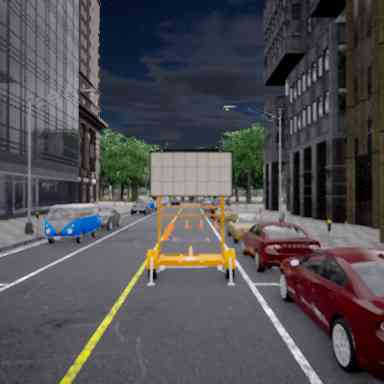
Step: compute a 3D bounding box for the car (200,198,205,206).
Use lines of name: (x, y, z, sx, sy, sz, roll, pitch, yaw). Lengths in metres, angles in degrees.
car: (2.631, 1.973, 49.066, 1.887, 1.381, 4.507, 0, -1, 0)

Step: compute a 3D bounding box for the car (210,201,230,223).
car: (2.689, 1.762, 27.487, 1.752, 1.417, 4.829, 0, -1, 0)

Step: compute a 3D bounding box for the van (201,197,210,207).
van: (2.586, 1.918, 65.380, 1.690, 1.788, 3.998, 0, -1, 0)

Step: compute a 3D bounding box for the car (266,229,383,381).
car: (2.749, 1.593, 5.568, 1.887, 1.381, 4.507, 0, 0, 0)

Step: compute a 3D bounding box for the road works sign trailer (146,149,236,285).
road works sign trailer: (-0.025, 0.548, 9.712, 2.380, 3.560, 2.880, 0, 0, 0)

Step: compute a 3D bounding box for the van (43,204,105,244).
van: (-5.806, 1.483, 16.421, 1.690, 1.788, 3.998, 0, 0, 0)

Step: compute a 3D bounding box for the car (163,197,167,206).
car: (-5.923, 2.051, 59.748, 1.752, 1.417, 4.829, 0, -1, 0)

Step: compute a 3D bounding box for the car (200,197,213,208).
car: (2.601, 1.842, 59.943, 2.192, 1.841, 5.009, 0, -1, 0)

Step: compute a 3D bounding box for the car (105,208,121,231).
car: (-5.821, 1.740, 21.857, 2.008, 1.369, 4.403, 0, 0, 0)

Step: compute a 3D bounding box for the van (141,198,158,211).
van: (-5.880, 1.721, 43.608, 1.690, 1.788, 3.998, 0, -1, 0)

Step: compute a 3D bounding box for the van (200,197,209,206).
van: (2.572, 1.968, 70.817, 1.690, 1.788, 3.998, 0, -1, 0)

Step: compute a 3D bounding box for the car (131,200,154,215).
car: (-5.865, 1.898, 38.168, 1.947, 1.339, 4.313, 0, -1, 0)

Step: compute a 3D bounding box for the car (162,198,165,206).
car: (-5.909, 2.044, 54.480, 1.947, 1.339, 4.313, 0, -1, 0)

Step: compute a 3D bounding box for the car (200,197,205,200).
car: (2.616, 1.917, 54.504, 1.967, 1.590, 4.097, 0, -1, 0)

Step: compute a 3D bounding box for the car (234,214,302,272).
car: (2.734, 1.639, 11.005, 1.887, 1.381, 4.507, 0, 0, 0)

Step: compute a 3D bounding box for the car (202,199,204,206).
car: (2.645, 1.906, 43.799, 1.752, 1.417, 4.829, 0, -1, 0)

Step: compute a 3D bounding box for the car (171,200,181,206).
car: (-3.174, 2.174, 64.912, 1.895, 1.301, 4.718, 0, -1, 0)

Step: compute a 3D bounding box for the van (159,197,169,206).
van: (-5.953, 1.969, 70.795, 1.690, 1.788, 3.998, 0, -1, 0)

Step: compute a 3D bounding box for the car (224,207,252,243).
car: (2.719, 1.668, 16.612, 1.752, 1.417, 4.829, 0, 0, 0)

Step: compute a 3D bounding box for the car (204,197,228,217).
car: (2.675, 1.598, 32.756, 2.192, 1.841, 5.009, 0, -1, 0)
